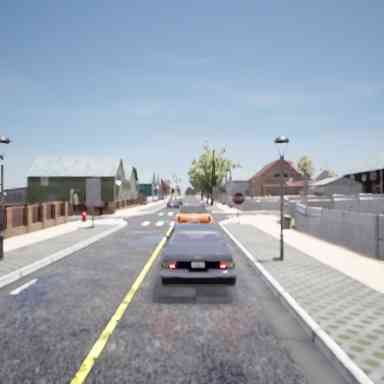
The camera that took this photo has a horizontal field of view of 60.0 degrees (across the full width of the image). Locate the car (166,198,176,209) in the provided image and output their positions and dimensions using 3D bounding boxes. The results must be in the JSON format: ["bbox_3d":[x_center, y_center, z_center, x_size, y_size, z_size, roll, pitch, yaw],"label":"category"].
[{"bbox_3d":[-2.805,1.716,49.727,2.128,1.511,4.902,0,0,0],"label":"car"}]

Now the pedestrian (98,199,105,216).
[{"bbox_3d":[-9.672,1.622,35.250,0.375,1.860,0.375,0,0,0],"label":"pedestrian"}]

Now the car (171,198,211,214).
[{"bbox_3d":[0.063,1.443,19.101,2.097,1.767,4.553,0,0,-1],"label":"car"}]

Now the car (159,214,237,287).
[{"bbox_3d":[0.108,1.594,9.489,2.033,1.411,5.357,0,0,0],"label":"car"}]

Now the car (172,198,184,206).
[{"bbox_3d":[-2.729,1.834,64.899,2.033,1.411,5.357,0,0,1],"label":"car"}]
